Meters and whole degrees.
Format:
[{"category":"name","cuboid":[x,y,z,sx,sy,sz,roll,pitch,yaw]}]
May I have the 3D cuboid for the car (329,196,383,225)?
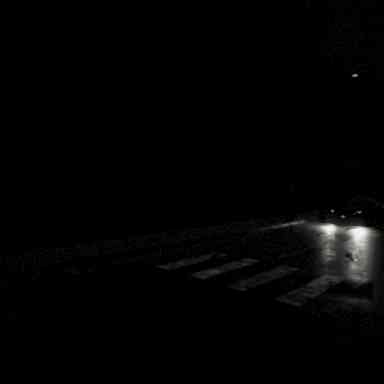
[{"category":"car","cuboid":[9.515,0.956,19.049,1.812,1.442,4.674,2,3,44]}]
